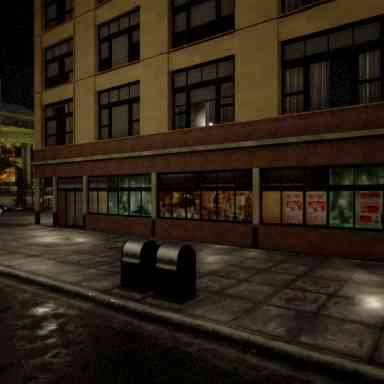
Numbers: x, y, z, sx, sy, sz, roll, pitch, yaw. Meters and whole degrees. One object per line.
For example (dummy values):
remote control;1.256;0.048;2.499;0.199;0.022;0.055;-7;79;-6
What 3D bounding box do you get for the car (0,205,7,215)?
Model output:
car;-20.476;1.505;32.021;1.837;1.490;4.892;0;0;36
